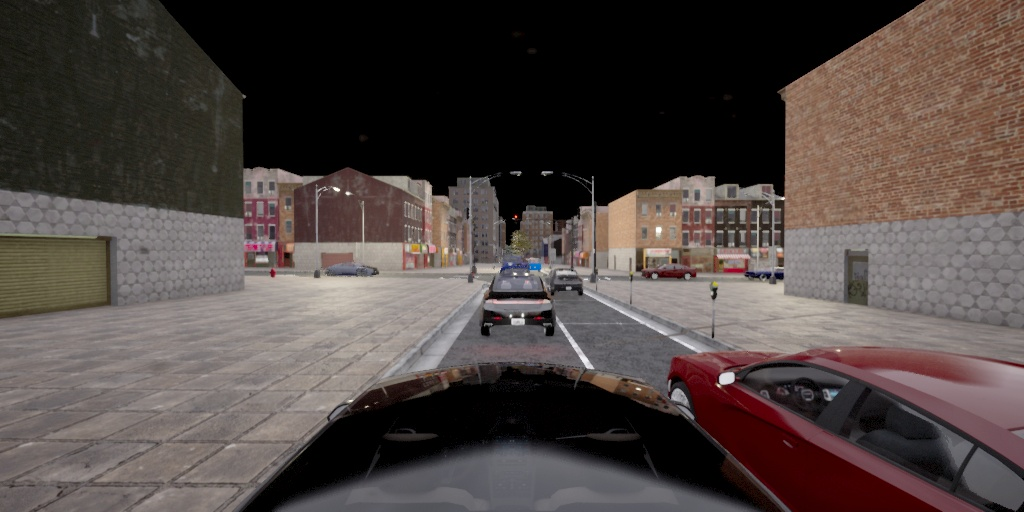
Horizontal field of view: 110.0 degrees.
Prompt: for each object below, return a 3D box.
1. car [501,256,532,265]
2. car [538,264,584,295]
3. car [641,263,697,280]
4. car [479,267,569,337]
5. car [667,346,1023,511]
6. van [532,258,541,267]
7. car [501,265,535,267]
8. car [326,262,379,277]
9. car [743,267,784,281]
[{"bbox_3d":[0.367,1.024,38.326,2.150,2.045,5.566,1,-1,12],"label":"car"},{"bbox_3d":[2.723,1.312,19.263,2.007,1.370,4.403,0,0,0],"label":"car"},{"bbox_3d":[14.863,1.455,34.152,5.008,1.535,1.882,1,1,0],"label":"car"},{"bbox_3d":[0.142,1.242,10.353,2.128,1.511,4.902,0,0,0],"label":"car"},{"bbox_3d":[2.637,1.294,2.388,1.888,1.381,4.507,0,0,0],"label":"car"},{"bbox_3d":[2.860,1.201,46.218,1.690,1.789,3.998,0,0,0],"label":"van"},{"bbox_3d":[0.219,1.365,20.396,1.895,1.301,4.718,0,0,1],"label":"car"},{"bbox_3d":[-13.926,1.199,31.404,4.181,1.385,1.994,1,1,0],"label":"car"},{"bbox_3d":[24.823,1.709,34.087,4.718,1.301,1.895,1,1,0],"label":"car"}]
